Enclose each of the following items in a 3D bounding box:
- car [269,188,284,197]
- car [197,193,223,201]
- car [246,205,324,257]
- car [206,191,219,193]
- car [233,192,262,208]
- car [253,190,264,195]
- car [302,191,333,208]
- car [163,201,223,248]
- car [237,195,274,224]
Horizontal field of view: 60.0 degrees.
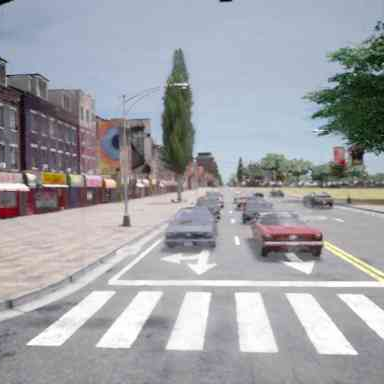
[{"bbox_3d":[14.185,0.127,55.915,2.128,1.511,4.902,-1,1,6],"label":"car"},{"bbox_3d":[1.080,1.088,23.775,1.837,1.490,4.892,-1,1,6],"label":"car"},{"bbox_3d":[3.191,1.361,11.971,1.895,1.301,4.718,-1,1,6],"label":"car"},{"bbox_3d":[2.103,0.699,33.938,2.097,1.767,4.553,-1,1,6],"label":"car"},{"bbox_3d":[5.037,0.955,30.676,1.895,1.301,4.718,-1,1,6],"label":"car"},{"bbox_3d":[10.947,0.300,56.163,1.895,1.301,4.718,-1,1,6],"label":"car"},{"bbox_3d":[11.810,0.687,31.451,2.128,1.511,4.902,-1,1,6],"label":"car"},{"bbox_3d":[0.126,1.338,14.002,2.033,1.411,5.357,-1,1,6],"label":"car"},{"bbox_3d":[4.043,1.147,20.733,1.994,1.385,4.181,-1,1,5],"label":"car"}]
